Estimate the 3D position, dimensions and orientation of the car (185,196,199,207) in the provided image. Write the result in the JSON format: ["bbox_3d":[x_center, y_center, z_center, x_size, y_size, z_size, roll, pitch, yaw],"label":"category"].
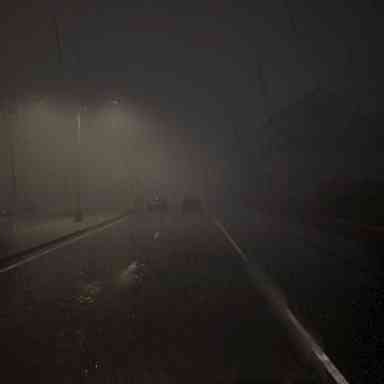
[{"bbox_3d":[0.018,1.292,46.897,1.994,1.385,4.181,0,0,0],"label":"car"}]

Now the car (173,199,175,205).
[{"bbox_3d":[-3.488,1.329,46.725,1.895,1.301,4.718,0,0,0],"label":"car"}]

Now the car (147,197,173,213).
[{"bbox_3d":[-3.501,1.291,34.658,2.128,1.511,4.902,0,0,0],"label":"car"}]

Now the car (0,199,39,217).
[{"bbox_3d":[-15.082,1.357,29.140,1.812,1.442,4.674,0,1,0],"label":"car"}]

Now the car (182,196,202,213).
[{"bbox_3d":[0.000,1.276,34.661,1.882,1.535,5.008,0,1,0],"label":"car"}]
